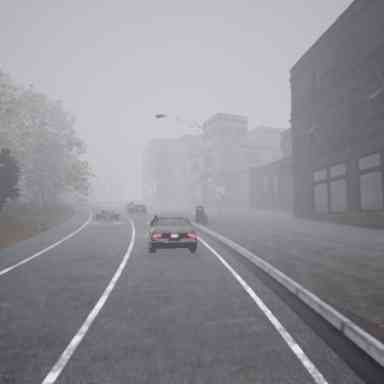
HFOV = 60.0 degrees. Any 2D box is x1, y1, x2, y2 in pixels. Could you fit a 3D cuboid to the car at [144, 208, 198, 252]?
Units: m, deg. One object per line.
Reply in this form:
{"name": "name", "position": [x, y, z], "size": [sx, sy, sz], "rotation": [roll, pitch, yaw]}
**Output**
{"name": "car", "position": [-0.923, 1.608, 14.211], "size": [2.033, 1.411, 5.357], "rotation": [0, 0, -7]}

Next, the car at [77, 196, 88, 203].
{"name": "car", "position": [-22.111, 1.473, 66.920], "size": [2.033, 1.411, 5.357], "rotation": [2, 0, -23]}

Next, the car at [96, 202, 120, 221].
{"name": "car", "position": [-7.146, 1.603, 28.247], "size": [1.812, 1.442, 4.674], "rotation": [1, 0, -14]}

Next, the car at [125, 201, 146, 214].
{"name": "car", "position": [-6.328, 1.708, 37.547], "size": [1.812, 1.442, 4.674], "rotation": [2, -1, -18]}
